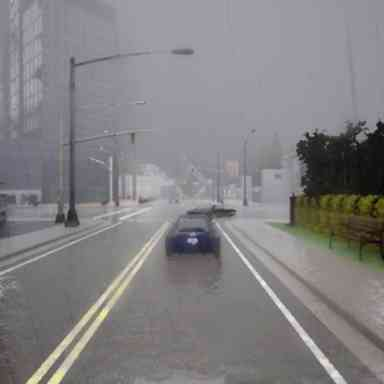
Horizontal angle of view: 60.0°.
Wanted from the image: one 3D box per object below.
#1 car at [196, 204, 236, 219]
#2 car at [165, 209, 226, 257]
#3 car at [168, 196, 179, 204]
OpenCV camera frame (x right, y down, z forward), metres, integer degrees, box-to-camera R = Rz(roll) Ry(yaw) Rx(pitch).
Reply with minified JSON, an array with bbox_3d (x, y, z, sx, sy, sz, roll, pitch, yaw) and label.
[{"bbox_3d":[1.684,1.620,26.465,1.895,1.301,4.718,0,0,34],"label":"car"},{"bbox_3d":[0.045,1.573,13.008,1.994,1.385,4.181,0,0,0],"label":"car"},{"bbox_3d":[-3.520,1.534,64.550,2.128,1.511,4.902,0,0,0],"label":"car"}]
